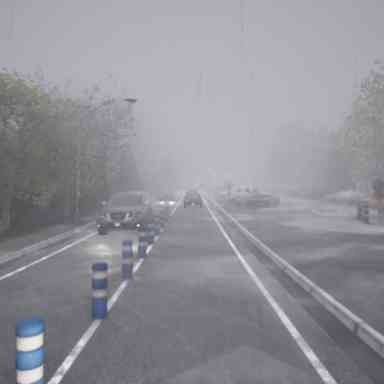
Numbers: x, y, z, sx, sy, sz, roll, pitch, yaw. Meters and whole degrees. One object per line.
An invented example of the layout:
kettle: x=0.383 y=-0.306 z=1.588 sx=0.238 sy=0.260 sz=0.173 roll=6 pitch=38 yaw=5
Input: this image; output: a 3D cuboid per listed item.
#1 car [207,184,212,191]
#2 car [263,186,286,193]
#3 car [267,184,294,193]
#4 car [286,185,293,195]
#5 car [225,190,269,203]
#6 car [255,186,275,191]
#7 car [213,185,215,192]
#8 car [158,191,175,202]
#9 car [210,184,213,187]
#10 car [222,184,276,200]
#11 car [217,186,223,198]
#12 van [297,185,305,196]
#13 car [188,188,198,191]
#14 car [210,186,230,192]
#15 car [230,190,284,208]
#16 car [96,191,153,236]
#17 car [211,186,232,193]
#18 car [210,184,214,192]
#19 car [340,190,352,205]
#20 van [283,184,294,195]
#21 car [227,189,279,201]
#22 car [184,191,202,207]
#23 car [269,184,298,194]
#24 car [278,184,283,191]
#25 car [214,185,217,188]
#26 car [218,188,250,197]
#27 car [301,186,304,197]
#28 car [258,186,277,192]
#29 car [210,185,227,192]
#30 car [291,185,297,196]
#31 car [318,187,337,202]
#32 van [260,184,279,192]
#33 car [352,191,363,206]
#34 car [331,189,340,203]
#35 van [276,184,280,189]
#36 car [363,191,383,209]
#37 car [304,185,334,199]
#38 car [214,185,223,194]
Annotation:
car: x=6.994 y=-0.582 z=79.373 sx=5.366 sy=1.575 sz=1.946 roll=0 pitch=2 yaw=0
car: x=20.276 y=-0.657 z=81.933 sx=5.008 sy=1.535 sz=2.097 roll=0 pitch=2 yaw=0
car: x=20.207 y=-0.756 z=76.387 sx=5.566 sy=2.045 sz=2.435 roll=0 pitch=2 yaw=0
car: x=20.123 y=-0.010 z=59.784 sx=4.792 sy=1.488 sz=2.163 roll=0 pitch=2 yaw=0
car: x=7.059 y=0.541 z=43.309 sx=5.366 sy=1.575 sz=1.946 roll=0 pitch=2 yaw=0
car: x=20.370 y=-0.961 z=93.010 sx=5.008 sy=1.535 sz=2.097 roll=0 pitch=2 yaw=0
car: x=7.091 y=-0.169 z=65.496 sx=4.792 sy=1.488 sz=2.163 roll=0 pitch=2 yaw=0
car: x=-3.289 y=0.532 z=44.102 sx=1.994 sy=1.385 sz=4.181 roll=0 pitch=2 yaw=1
car: x=7.127 y=-0.474 z=76.598 sx=4.792 sy=1.488 sz=2.163 roll=0 pitch=2 yaw=0
car: x=6.879 y=0.394 z=40.527 sx=5.566 sy=2.045 sz=2.435 roll=0 pitch=2 yaw=0
car: x=6.735 y=0.341 z=48.861 sx=5.366 sy=1.575 sz=1.946 roll=0 pitch=2 yaw=0
van: x=20.165 y=-0.087 z=54.367 sx=4.442 sy=1.987 sz=1.878 roll=0 pitch=2 yaw=0
car: x=0.138 y=0.163 z=53.767 sx=2.128 sy=1.511 sz=4.902 roll=0 pitch=2 yaw=0
car: x=7.221 y=-0.731 z=84.922 sx=4.892 sy=1.521 sz=2.231 roll=0 pitch=2 yaw=0
car: x=6.774 y=0.875 z=34.989 sx=4.792 sy=1.488 sz=2.163 roll=0 pitch=2 yaw=0
car: x=-3.349 y=1.015 z=17.661 sx=2.150 sy=2.045 sz=5.566 roll=0 pitch=2 yaw=0
car: x=7.210 y=-0.654 z=82.146 sx=4.892 sy=1.521 sz=2.231 roll=0 pitch=2 yaw=0
car: x=7.103 y=-0.397 z=73.822 sx=4.792 sy=1.488 sz=2.163 roll=0 pitch=2 yaw=0
car: x=19.877 y=0.771 z=37.646 sx=4.792 sy=1.488 sz=2.163 roll=0 pitch=2 yaw=0
van: x=20.009 y=-0.347 z=62.529 sx=4.442 sy=1.987 sz=1.878 roll=0 pitch=2 yaw=0
car: x=6.832 y=0.745 z=37.762 sx=5.008 sy=1.535 sz=2.097 roll=0 pitch=2 yaw=0
car: x=0.104 y=0.844 z=35.306 sx=1.895 sy=1.301 sz=4.718 roll=0 pitch=2 yaw=0
car: x=20.183 y=-0.680 z=73.618 sx=5.566 sy=2.045 sz=2.435 roll=0 pitch=2 yaw=0
car: x=20.146 y=-0.201 z=65.319 sx=5.008 sy=1.535 sz=2.097 roll=0 pitch=2 yaw=0
car: x=7.009 y=-0.036 z=59.946 sx=4.892 sy=1.521 sz=2.231 roll=0 pitch=2 yaw=0
car: x=7.177 y=0.048 z=57.178 sx=5.366 sy=1.575 sz=1.946 roll=0 pitch=2 yaw=0
car: x=19.995 y=0.270 z=51.485 sx=4.792 sy=1.488 sz=2.163 roll=0 pitch=2 yaw=0
car: x=20.350 y=-0.845 z=90.241 sx=4.674 sy=1.452 sz=2.002 roll=0 pitch=2 yaw=0
car: x=7.243 y=-1.010 z=90.469 sx=4.553 sy=1.767 sz=2.185 roll=0 pitch=2 yaw=0
car: x=20.100 y=0.074 z=57.146 sx=4.792 sy=1.488 sz=2.163 roll=0 pitch=2 yaw=1
car: x=19.767 y=0.538 z=43.183 sx=5.366 sy=1.575 sz=1.946 roll=0 pitch=2 yaw=0
van: x=20.446 y=-1.038 z=87.589 sx=4.442 sy=1.987 sz=1.878 roll=0 pitch=2 yaw=0
car: x=19.915 y=0.711 z=34.996 sx=4.553 sy=1.767 sz=2.185 roll=0 pitch=2 yaw=0
car: x=19.927 y=0.681 z=40.414 sx=4.674 sy=1.452 sz=2.002 roll=0 pitch=2 yaw=0
van: x=20.281 y=-0.502 z=68.080 sx=4.442 sy=1.987 sz=1.878 roll=0 pitch=2 yaw=0
car: x=19.855 y=0.937 z=32.231 sx=5.008 sy=1.535 sz=2.097 roll=0 pitch=2 yaw=0
car: x=20.028 y=0.090 z=48.707 sx=5.566 sy=2.045 sz=2.435 roll=0 pitch=2 yaw=0
car: x=6.784 y=0.138 z=54.530 sx=5.366 sy=1.575 sz=1.946 roll=0 pitch=2 yaw=0
